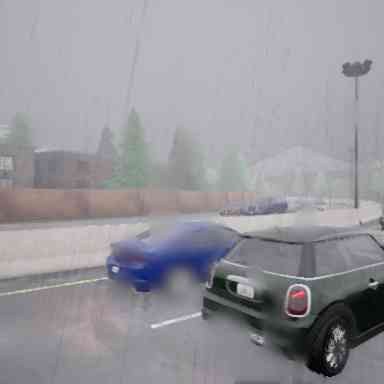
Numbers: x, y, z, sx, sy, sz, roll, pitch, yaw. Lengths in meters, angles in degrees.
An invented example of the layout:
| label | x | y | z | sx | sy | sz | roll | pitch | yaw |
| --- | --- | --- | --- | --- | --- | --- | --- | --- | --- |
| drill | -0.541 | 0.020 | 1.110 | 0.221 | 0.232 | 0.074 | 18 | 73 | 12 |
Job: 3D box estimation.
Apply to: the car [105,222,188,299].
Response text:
| label | x | y | z | sx | sy | sz | roll | pitch | yaw |
| --- | --- | --- | --- | --- | --- | --- | --- | --- | --- |
| car | 0.290 | 1.514 | 8.642 | 5.008 | 1.535 | 1.882 | 0 | 0 | -38 |

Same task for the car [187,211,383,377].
| label | x | y | z | sx | sy | sz | roll | pitch | yaw |
| --- | --- | --- | --- | --- | --- | --- | --- | --- | --- |
| car | 2.399 | 1.388 | 5.877 | 4.553 | 1.767 | 2.097 | 1 | 0 | -38 |

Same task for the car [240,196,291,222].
| label | x | y | z | sx | sy | sz | roll | pitch | yaw |
| --- | --- | --- | --- | --- | --- | --- | --- | --- | --- |
| car | 6.677 | 1.378 | 29.690 | 2.150 | 2.045 | 5.566 | 0 | 0 | 40 |
